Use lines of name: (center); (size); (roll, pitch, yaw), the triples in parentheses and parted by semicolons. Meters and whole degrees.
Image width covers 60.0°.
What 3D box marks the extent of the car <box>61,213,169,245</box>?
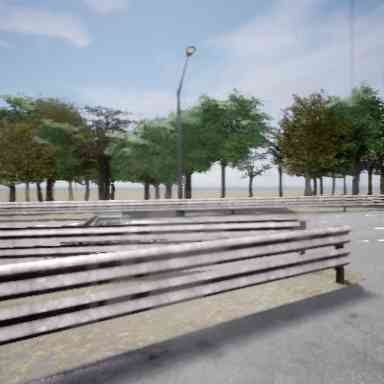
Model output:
car: (-3.150, 1.563, 14.108); (4.718, 1.301, 1.895); (-1, 1, -8)
